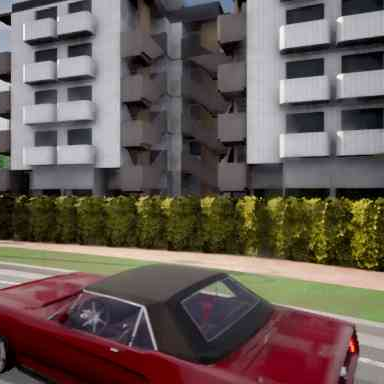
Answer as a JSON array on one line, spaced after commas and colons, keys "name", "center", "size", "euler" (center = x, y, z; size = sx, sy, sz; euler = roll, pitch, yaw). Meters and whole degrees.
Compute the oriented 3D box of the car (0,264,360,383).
[{"name": "car", "center": [-0.672, 1.601, 4.029], "size": [4.718, 1.301, 1.895], "euler": [0, 0, 31]}]
